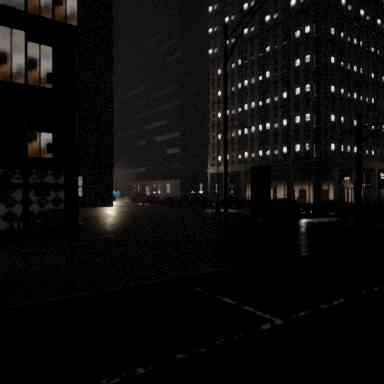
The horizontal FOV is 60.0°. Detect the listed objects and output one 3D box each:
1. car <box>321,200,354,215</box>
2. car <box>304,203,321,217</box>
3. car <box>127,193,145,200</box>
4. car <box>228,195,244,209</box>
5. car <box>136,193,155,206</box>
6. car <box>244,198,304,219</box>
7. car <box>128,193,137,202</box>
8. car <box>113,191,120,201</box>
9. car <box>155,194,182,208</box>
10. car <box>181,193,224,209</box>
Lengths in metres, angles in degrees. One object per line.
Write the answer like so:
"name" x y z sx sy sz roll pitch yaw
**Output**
"car" 13.047 1.373 31.269 1.802 1.307 4.206 1 0 -32
"car" 8.194 1.305 28.517 1.837 1.490 4.892 0 1 -32
"car" -11.500 0.860 67.810 1.947 1.339 4.313 1 0 -36
"car" 4.787 1.146 39.473 1.882 1.535 5.008 0 1 -33
"car" -5.419 1.091 45.025 1.752 1.417 4.829 1 0 -33
"car" 6.429 1.396 26.575 1.802 1.307 4.206 1 0 -32
"car" -8.044 0.939 53.634 1.882 1.535 5.008 0 1 -34
"car" -14.968 0.916 58.903 1.887 1.381 4.507 1 0 -35
"car" -2.469 1.208 40.529 1.802 1.307 4.206 1 0 -33
"car" 1.211 1.143 39.567 2.128 1.511 4.902 0 1 -33
